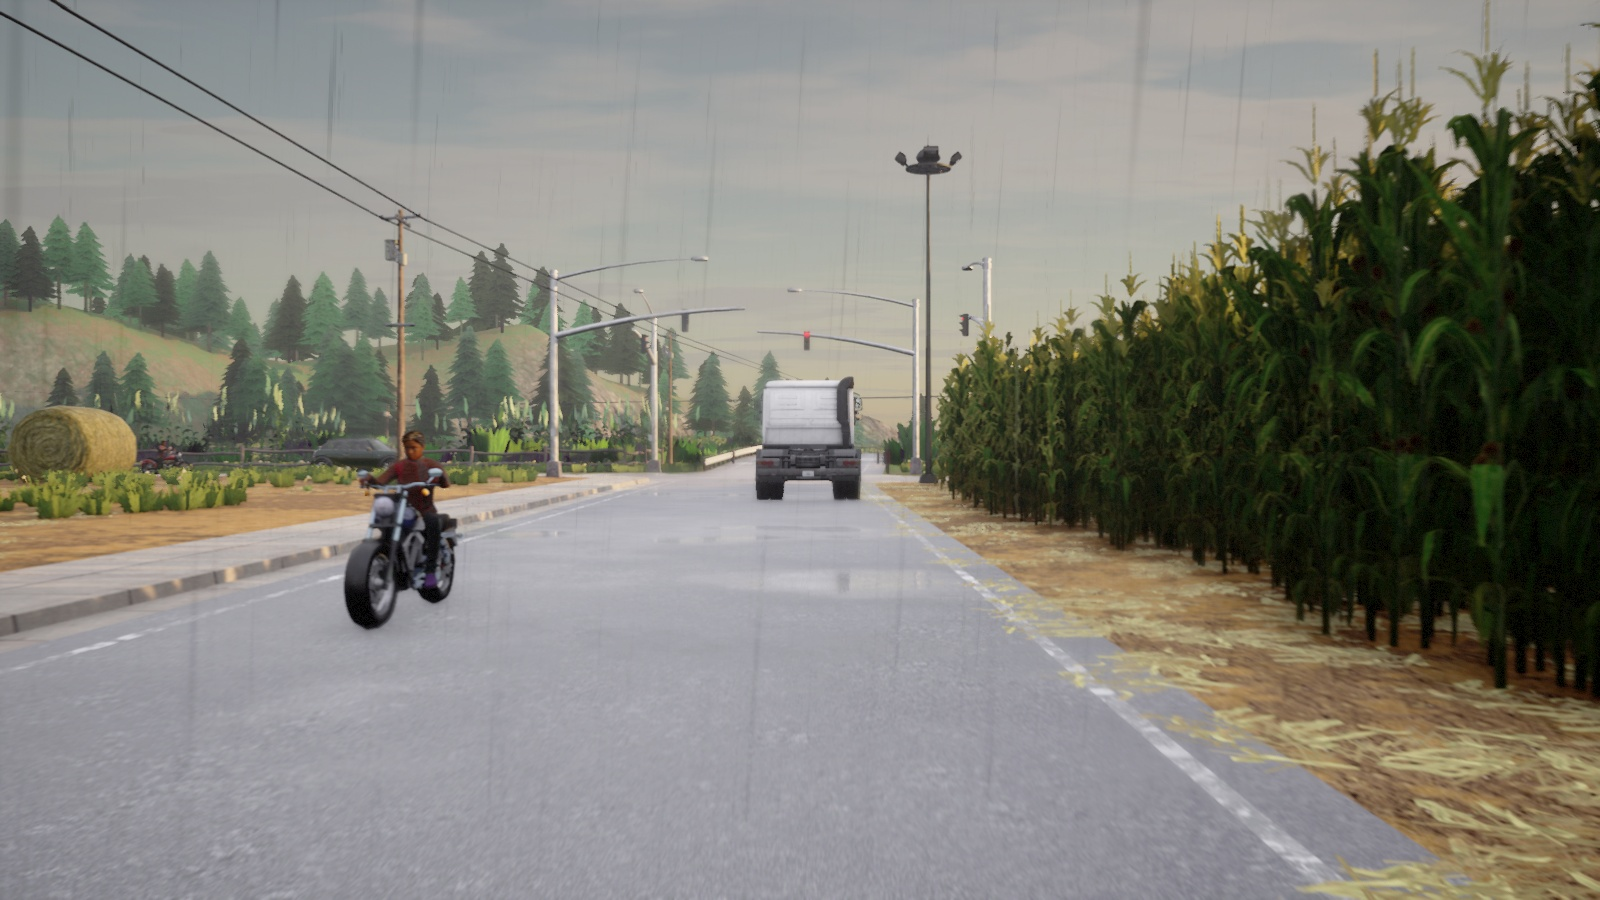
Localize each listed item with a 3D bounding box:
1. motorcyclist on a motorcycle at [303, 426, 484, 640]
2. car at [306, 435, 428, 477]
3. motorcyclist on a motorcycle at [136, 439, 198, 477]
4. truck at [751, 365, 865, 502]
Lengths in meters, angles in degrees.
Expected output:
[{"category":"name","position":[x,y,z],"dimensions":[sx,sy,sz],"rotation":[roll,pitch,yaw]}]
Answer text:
[{"category":"motorcyclist on a motorcycle","position":[-3.434,0.632,10.874],"dimensions":[0.766,1.649,2.350],"rotation":[0,1,1]},{"category":"car","position":[-18.711,0.245,54.421],"dimensions":[4.553,1.767,2.097],"rotation":[0,0,3]},{"category":"motorcyclist on a motorcycle","position":[-27.688,0.329,54.940],"dimensions":[2.350,1.649,0.766],"rotation":[0,0,3]},{"category":"truck","position":[0.238,-0.443,35.703],"dimensions":[2.891,3.462,7.936],"rotation":[0,0,0]}]
